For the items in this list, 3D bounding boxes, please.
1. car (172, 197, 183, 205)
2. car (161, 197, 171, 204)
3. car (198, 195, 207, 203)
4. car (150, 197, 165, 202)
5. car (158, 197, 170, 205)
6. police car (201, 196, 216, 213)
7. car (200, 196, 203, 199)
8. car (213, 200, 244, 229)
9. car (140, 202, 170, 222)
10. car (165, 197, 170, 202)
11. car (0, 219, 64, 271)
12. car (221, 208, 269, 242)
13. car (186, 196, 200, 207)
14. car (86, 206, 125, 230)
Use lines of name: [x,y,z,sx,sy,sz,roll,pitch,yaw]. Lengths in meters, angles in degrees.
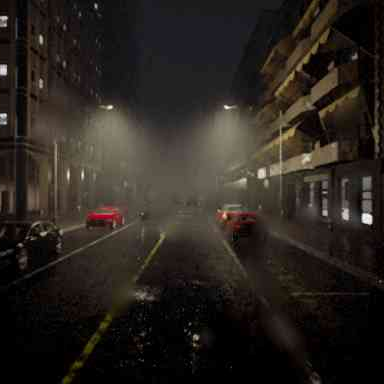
car: [-2.980,1.733,68.983,2.097,1.767,4.553,0,0,0]
car: [-5.669,1.932,72.919,1.752,1.417,4.829,0,0,0]
car: [2.715,1.791,84.385,2.192,1.841,5.009,0,0,0]
car: [-5.675,1.839,50.495,1.947,1.339,4.313,0,0,0]
car: [-5.671,1.813,67.442,1.967,1.590,4.097,0,0,0]
police car: [2.378,1.638,40.018,1.930,1.638,5.238,0,0,0]
car: [2.709,1.889,61.790,2.008,1.369,4.403,0,0,0]
car: [2.697,1.557,22.252,1.967,1.590,4.097,0,0,0]
car: [-3.093,1.747,27.687,1.895,1.301,4.718,0,0,0]
car: [-5.672,1.890,61.792,2.008,1.369,4.403,0,0,0]
car: [-5.686,1.608,10.956,2.008,1.369,4.403,0,0,0]
car: [2.696,1.668,16.602,1.802,1.307,4.206,0,0,0]
car: [0.018,1.816,57.062,1.837,1.490,4.892,0,0,0]
car: [-5.683,1.662,22.254,1.887,1.381,4.507,0,0,0]
